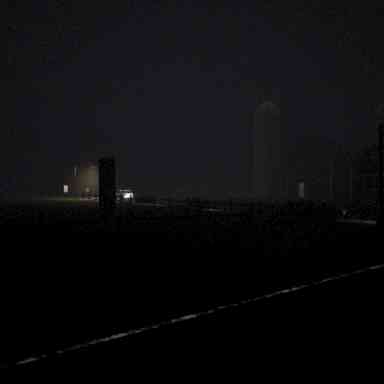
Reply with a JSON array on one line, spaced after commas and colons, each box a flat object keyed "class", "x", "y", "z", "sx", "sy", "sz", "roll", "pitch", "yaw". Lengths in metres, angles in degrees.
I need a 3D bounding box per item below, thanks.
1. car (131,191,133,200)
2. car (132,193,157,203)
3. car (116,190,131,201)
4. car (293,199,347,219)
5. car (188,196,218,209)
[{"class": "car", "x": -8.308, "y": 0.982, "z": 58.711, "sx": 2.128, "sy": 1.511, "sz": 4.902, "roll": -1, "pitch": 1, "yaw": -36}, {"class": "car", "x": -7.185, "y": 1.133, "z": 52.284, "sx": 1.994, "sy": 1.385, "sz": 4.181, "roll": -1, "pitch": 1, "yaw": -36}, {"class": "car", "x": -13.645, "y": 0.621, "z": 66.063, "sx": 2.150, "sy": 2.045, "sz": 5.566, "roll": -1, "pitch": 1, "yaw": -36}, {"class": "car", "x": 10.391, "y": 1.349, "z": 27.644, "sx": 2.128, "sy": 1.511, "sz": 4.902, "roll": 0, "pitch": 1, "yaw": -33}, {"class": "car", "x": 1.162, "y": 1.232, "z": 40.696, "sx": 1.812, "sy": 1.442, "sz": 4.674, "roll": -1, "pitch": 1, "yaw": -36}]
